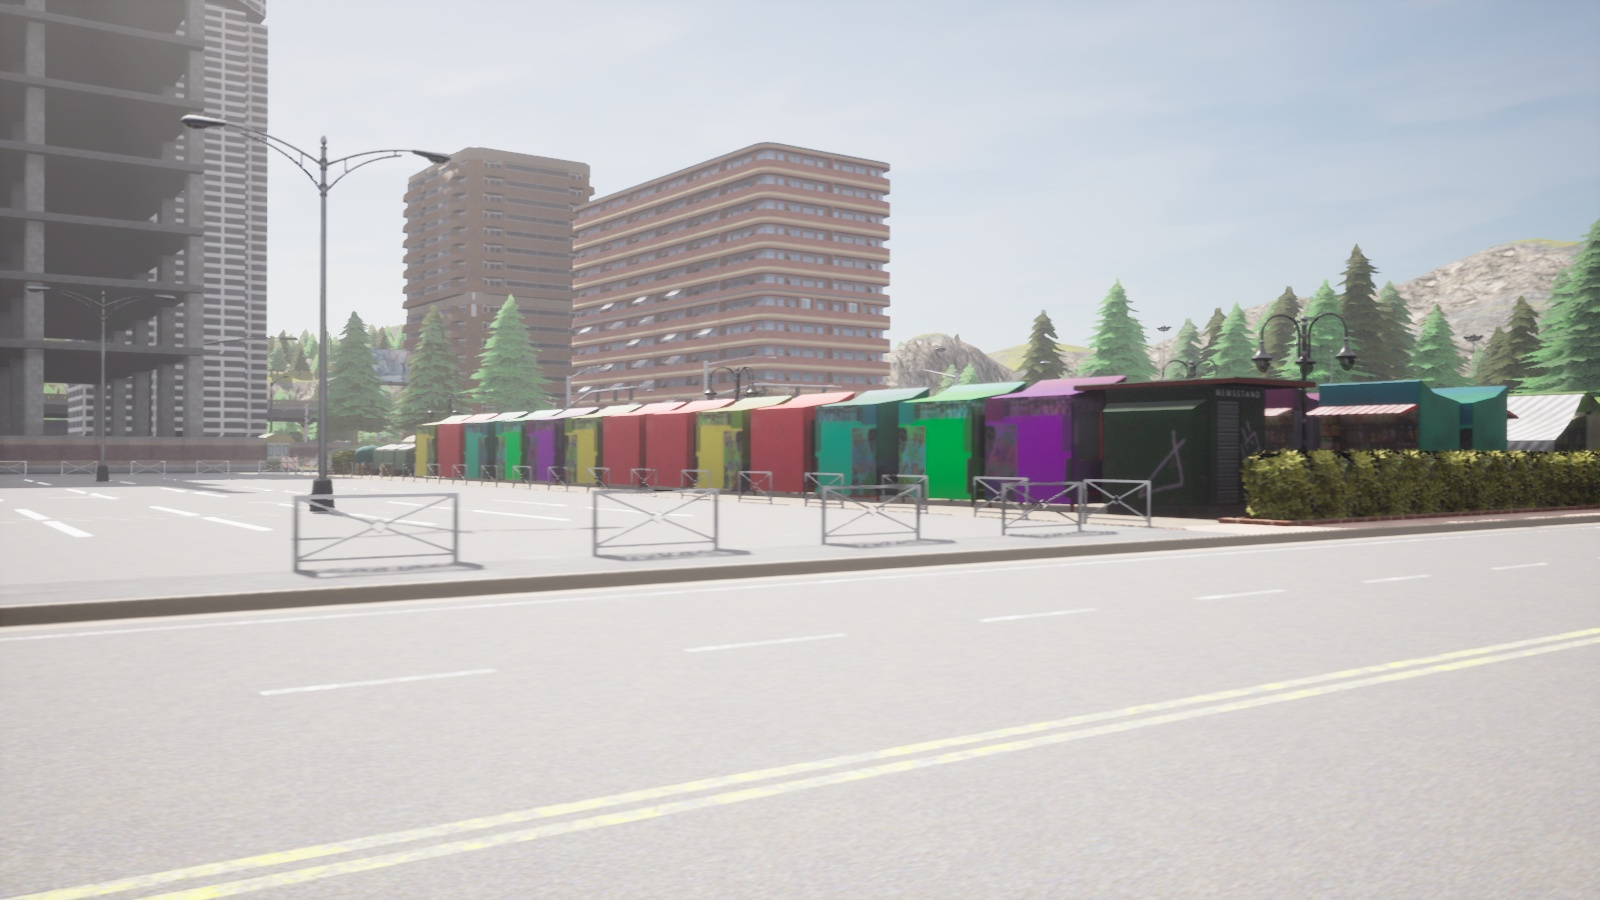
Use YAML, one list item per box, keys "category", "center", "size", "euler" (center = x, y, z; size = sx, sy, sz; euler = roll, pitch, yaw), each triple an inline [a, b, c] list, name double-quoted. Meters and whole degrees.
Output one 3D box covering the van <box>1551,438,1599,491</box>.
- category: "van"
  center: [30.939, 0.547, 47.050]
  size: [1.775, 1.987, 4.442]
  euler: [0, 0, -36]
